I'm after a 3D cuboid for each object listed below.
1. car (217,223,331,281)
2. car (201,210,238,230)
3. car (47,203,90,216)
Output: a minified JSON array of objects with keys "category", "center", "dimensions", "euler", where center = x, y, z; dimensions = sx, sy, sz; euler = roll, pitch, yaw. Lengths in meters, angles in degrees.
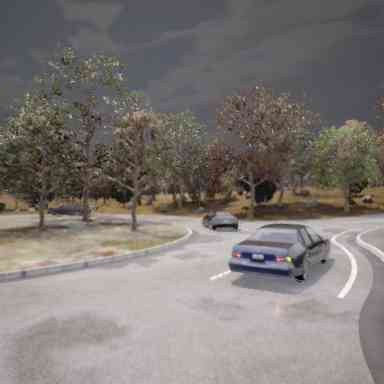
[{"category":"car","center":[3.000,1.715,10.513],"dimensions":[2.033,1.411,5.357],"euler":[-1,-1,32]},{"category":"car","center":[2.013,2.040,25.044],"dimensions":[1.994,1.385,4.181],"euler":[0,-1,-10]},{"category":"car","center":[-14.396,2.063,38.769],"dimensions":[4.892,1.490,1.837],"euler":[0,-2,6]}]
